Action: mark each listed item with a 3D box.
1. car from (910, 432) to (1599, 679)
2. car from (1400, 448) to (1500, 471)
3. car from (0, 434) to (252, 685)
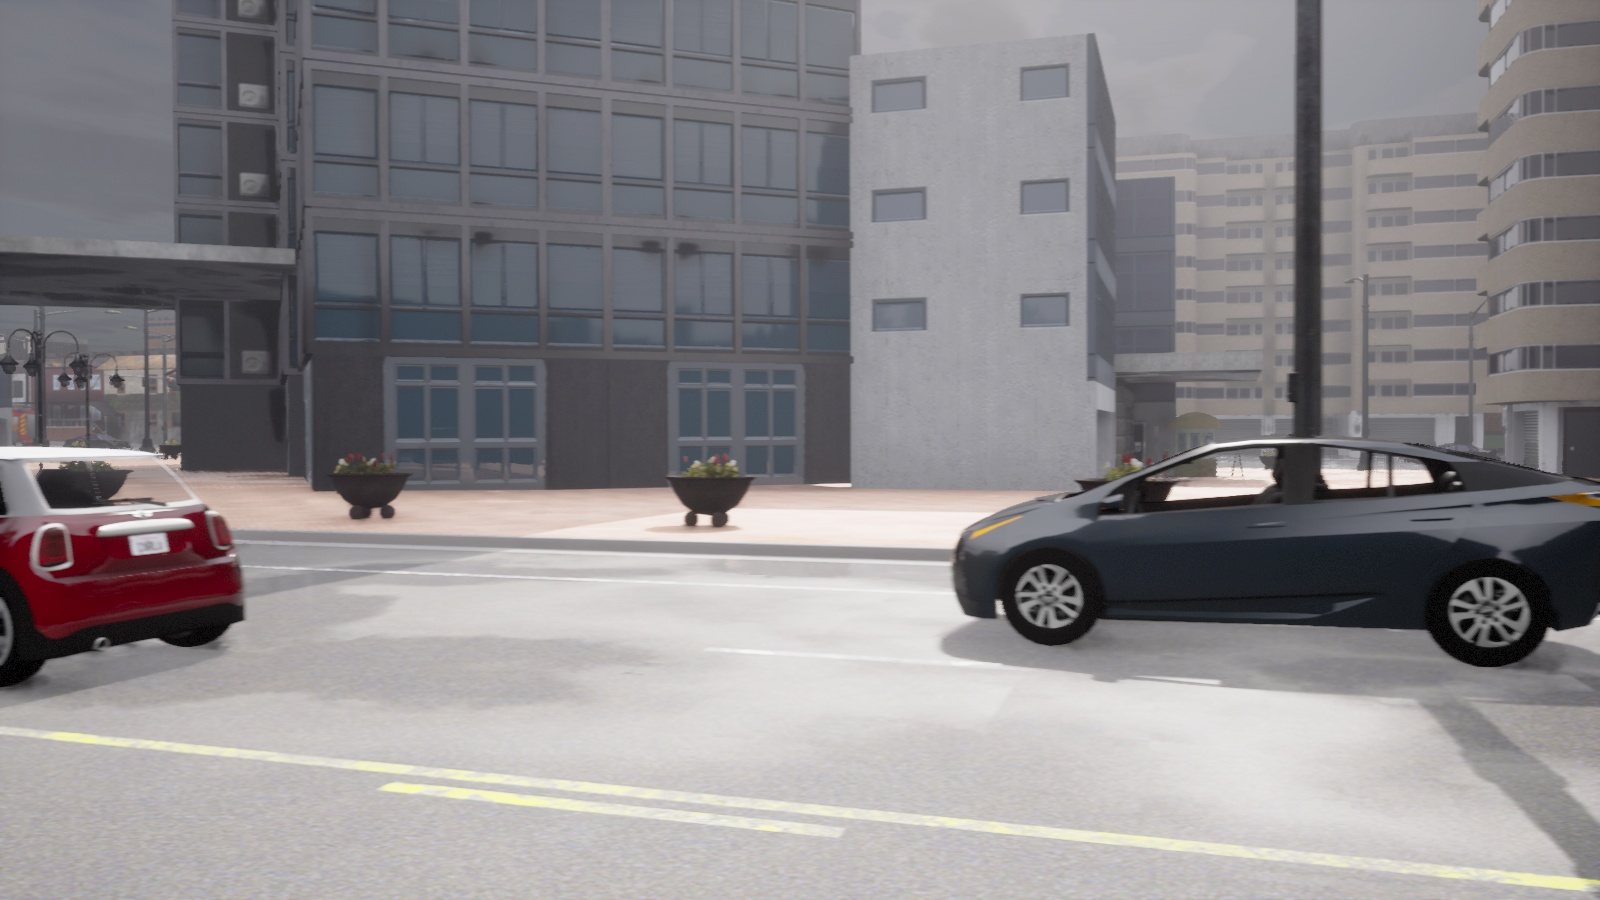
[{"bbox_3d":[3.270,0.634,9.476,4.514,1.525,2.007,1,1,19],"label":"car"},{"bbox_3d":[41.572,0.606,80.446,5.357,1.411,2.033,0,1,17],"label":"car"},{"bbox_3d":[-6.175,0.625,8.962,3.806,1.475,1.970,1,1,19],"label":"car"}]
